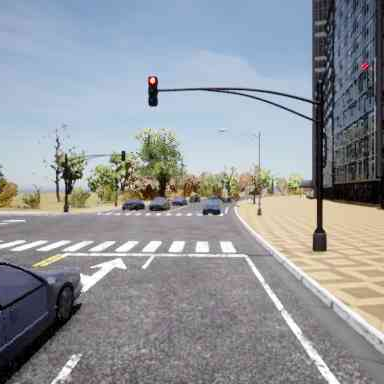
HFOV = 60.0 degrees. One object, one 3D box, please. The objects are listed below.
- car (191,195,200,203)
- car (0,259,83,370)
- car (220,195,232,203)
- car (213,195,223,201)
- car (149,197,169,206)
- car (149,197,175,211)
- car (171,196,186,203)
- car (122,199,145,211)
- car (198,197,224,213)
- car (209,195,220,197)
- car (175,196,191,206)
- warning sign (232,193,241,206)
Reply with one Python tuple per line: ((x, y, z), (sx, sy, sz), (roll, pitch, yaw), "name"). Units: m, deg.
((0.635, 1.505, 69.640), (1.837, 1.490, 4.892), (0, 0, 11), "car")
((-3.073, 1.546, 4.016), (2.033, 1.411, 5.357), (0, 0, 1), "car")
((7.563, 1.528, 71.051), (2.128, 1.511, 4.902), (0, 0, 12), "car")
((6.319, 1.382, 80.540), (1.812, 1.442, 4.674), (0, 0, 14), "car")
((-5.333, 1.542, 54.968), (2.033, 1.411, 5.357), (0, 0, 9), "car")
((-3.923, 1.542, 41.486), (2.033, 1.411, 5.357), (0, 0, 7), "car")
((-2.707, 1.542, 69.471), (2.033, 1.411, 5.357), (0, 0, 11), "car")
((-7.209, 1.557, 41.211), (1.994, 1.385, 4.181), (0, 0, 7), "car")
((2.186, 1.544, 36.152), (2.033, 1.411, 5.357), (0, 0, 6), "car")
((4.199, 1.550, 70.833), (1.994, 1.385, 4.181), (0, 0, 12), "car")
((-2.043, 1.545, 54.950), (2.033, 1.411, 5.357), (0, 0, 9), "car")
((6.466, 1.116, 48.263), (1.300, 1.860, 1.060), (0, 0, 8), "warning sign")
